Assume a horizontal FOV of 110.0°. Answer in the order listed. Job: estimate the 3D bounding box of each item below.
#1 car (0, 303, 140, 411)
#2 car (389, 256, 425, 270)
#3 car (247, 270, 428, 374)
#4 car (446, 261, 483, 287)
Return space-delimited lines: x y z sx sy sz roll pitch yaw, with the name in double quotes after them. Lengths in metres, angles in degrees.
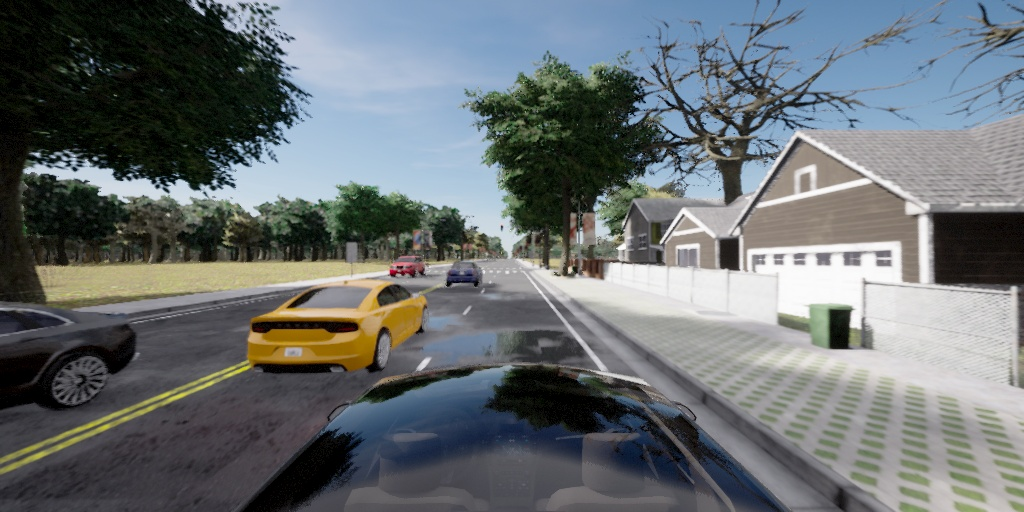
-6.600 1.252 3.347 2.128 1.511 4.902 0 0 0 "car"
-9.864 1.005 34.245 2.150 2.045 5.566 0 0 1 "car"
-3.159 1.235 7.651 1.882 1.535 5.008 0 0 0 "car"
-3.197 1.119 24.964 2.097 1.767 4.553 0 0 0 "car"
